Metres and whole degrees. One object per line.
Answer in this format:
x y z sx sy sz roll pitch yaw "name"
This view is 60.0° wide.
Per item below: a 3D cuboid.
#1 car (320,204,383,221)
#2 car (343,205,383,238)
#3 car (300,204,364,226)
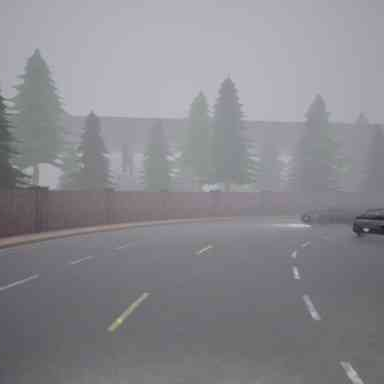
14.603 1.787 30.006 5.357 1.411 2.033 0 0 -11 "car"
10.484 1.634 17.577 4.902 1.511 2.128 0 -1 -35 "car"
10.358 1.763 25.205 4.181 1.385 1.994 0 -1 -17 "car"
